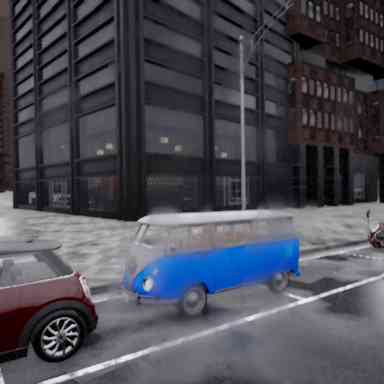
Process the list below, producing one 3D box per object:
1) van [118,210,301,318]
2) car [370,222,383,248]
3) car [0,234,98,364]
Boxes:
[{"bbox_3d":[0.532,1.311,7.051,3.998,1.788,1.690,0,0,-36],"label":"van"},{"bbox_3d":[8.627,1.341,12.838,4.097,1.590,1.967,0,0,-36],"label":"car"},{"bbox_3d":[-3.442,1.443,4.208,4.097,1.590,1.967,0,0,-36],"label":"car"}]
